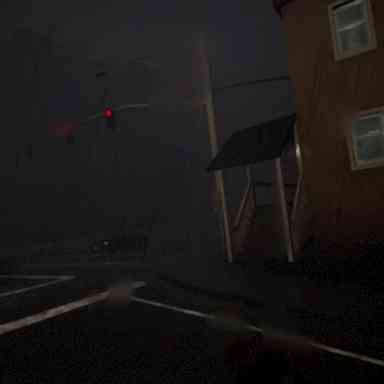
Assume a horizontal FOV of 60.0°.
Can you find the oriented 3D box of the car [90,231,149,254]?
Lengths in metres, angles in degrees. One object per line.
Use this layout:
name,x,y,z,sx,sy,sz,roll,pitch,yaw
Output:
car,-5.017,3.555,23.657,1.812,1.442,4.674,-9,-9,33
